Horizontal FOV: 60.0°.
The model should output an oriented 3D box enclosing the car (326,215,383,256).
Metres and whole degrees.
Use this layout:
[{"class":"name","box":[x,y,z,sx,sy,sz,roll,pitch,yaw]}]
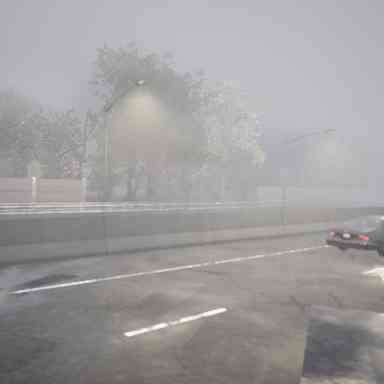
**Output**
[{"class":"car","box":[7.728,1.682,13.683,5.357,1.411,2.033,1,0,-35]}]
